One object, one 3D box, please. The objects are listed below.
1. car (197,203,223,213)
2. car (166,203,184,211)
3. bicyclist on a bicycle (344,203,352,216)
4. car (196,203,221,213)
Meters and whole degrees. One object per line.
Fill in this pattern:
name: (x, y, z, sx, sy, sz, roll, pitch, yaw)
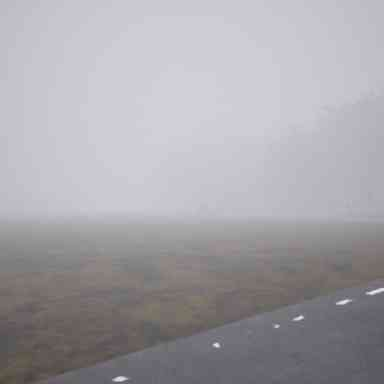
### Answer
car: (3.032, 2.783, 58.695, 1.882, 1.535, 5.008, 0, -1, -35)
car: (-3.532, 3.089, 67.864, 2.128, 1.511, 4.902, 0, -1, -35)
bicyclist on a bicycle: (19.301, 2.183, 41.112, 1.656, 1.620, 0.582, 1, -1, -35)
car: (2.555, 2.588, 54.423, 2.097, 1.767, 4.553, 0, -1, -35)
